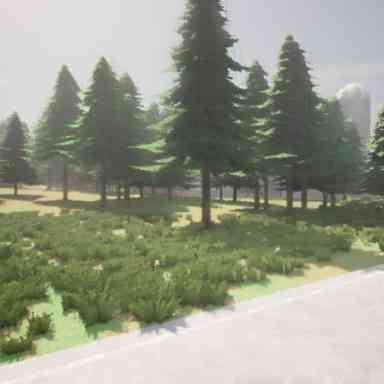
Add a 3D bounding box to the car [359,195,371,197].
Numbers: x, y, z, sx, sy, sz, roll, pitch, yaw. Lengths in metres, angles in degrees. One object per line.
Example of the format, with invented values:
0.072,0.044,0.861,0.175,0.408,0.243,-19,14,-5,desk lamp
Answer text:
33.910,1.308,65.936,3.988,1.617,1.851,0,0,-36,car
